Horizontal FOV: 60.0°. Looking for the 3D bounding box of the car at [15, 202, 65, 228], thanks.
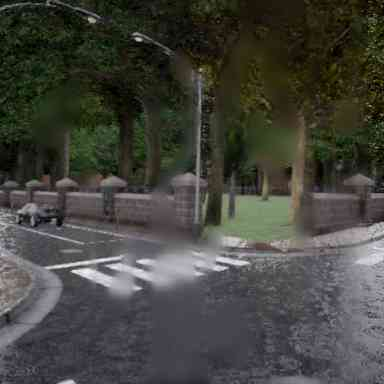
[{"bbox_3d":[-9.149,1.283,19.915,2.008,1.369,4.403,0,0,-45],"label":"car"}]
